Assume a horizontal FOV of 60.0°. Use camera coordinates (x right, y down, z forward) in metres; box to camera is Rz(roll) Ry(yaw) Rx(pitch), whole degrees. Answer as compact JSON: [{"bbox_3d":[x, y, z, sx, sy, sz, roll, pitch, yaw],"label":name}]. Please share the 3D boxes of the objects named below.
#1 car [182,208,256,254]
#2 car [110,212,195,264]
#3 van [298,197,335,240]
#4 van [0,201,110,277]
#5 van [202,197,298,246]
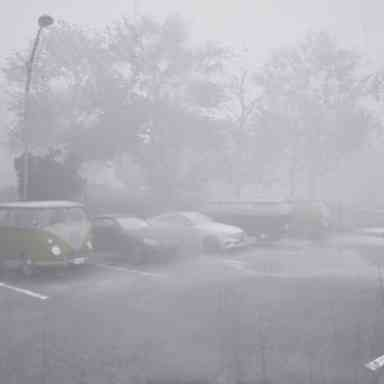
[{"bbox_3d":[-0.082,1.528,13.493,4.674,1.452,2.002,-1,-1,35],"label":"car"},{"bbox_3d":[-2.483,1.527,11.786,4.674,1.452,2.002,-1,-1,35],"label":"car"},{"bbox_3d":[4.818,1.267,16.834,4.442,1.987,1.878,-1,-1,35],"label":"van"},{"bbox_3d":[-4.788,1.260,10.021,4.442,1.987,1.878,-1,-1,35],"label":"van"},{"bbox_3d":[2.219,1.266,15.255,4.442,1.987,1.878,-1,-1,35],"label":"van"}]
